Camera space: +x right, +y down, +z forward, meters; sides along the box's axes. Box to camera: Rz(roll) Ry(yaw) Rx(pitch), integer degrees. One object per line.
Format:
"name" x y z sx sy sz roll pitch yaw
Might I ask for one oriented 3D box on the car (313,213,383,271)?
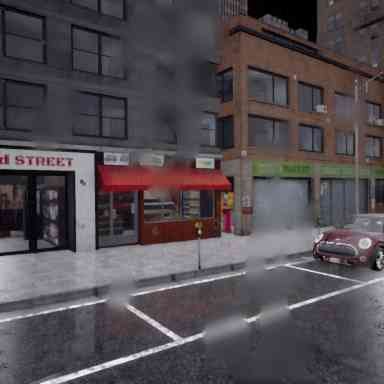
"car" 5.728 1.439 10.757 4.097 1.590 1.967 0 -1 -36
